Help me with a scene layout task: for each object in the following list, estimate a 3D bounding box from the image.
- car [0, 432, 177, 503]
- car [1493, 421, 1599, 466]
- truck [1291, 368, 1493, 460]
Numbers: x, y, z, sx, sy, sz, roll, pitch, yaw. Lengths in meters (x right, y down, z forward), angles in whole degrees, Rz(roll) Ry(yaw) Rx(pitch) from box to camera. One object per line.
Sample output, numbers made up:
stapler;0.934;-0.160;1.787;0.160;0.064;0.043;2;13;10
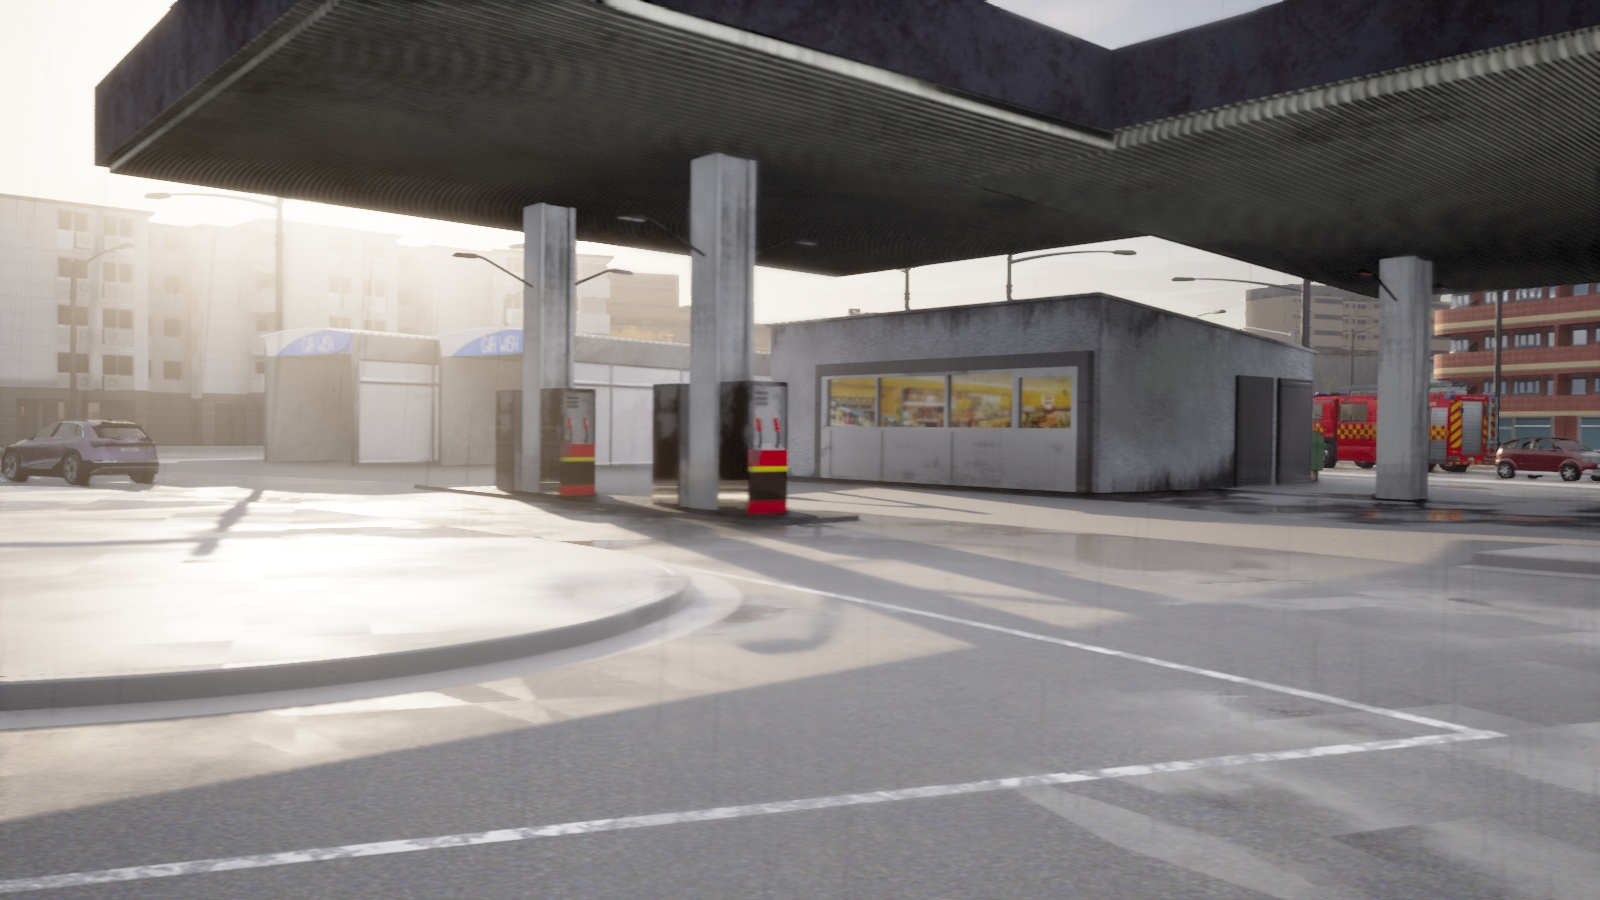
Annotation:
car;-18.148;0.407;31.786;4.856;1.649;2.033;0;1;33
car;27.237;-0.256;45.236;1.789;1.549;3.705;-1;1;-22
truck;26.454;-1.574;56.663;2.891;3.827;8.468;-1;1;-23
